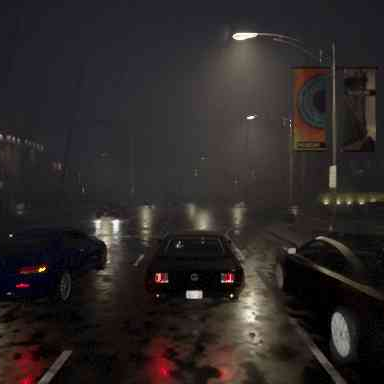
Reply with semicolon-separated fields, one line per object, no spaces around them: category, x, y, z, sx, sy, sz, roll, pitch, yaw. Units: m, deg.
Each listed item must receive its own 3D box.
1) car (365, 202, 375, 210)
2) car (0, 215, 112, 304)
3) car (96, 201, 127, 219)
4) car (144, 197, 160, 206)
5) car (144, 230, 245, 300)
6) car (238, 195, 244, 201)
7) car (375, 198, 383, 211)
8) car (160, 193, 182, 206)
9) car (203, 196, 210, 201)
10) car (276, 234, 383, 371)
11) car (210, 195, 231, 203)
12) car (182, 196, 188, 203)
car;23.494;1.490;40.096;4.902;1.511;2.128;0;0;0
car;-3.434;1.525;8.013;1.812;1.442;4.674;0;0;0
car;-7.079;1.525;29.482;1.812;1.442;4.674;0;0;0
car;-6.568;1.545;55.911;2.033;1.411;5.357;0;0;8
car;0.068;1.601;8.337;1.895;1.301;4.718;0;0;1
car;13.551;1.522;83.202;4.674;1.442;1.812;0;0;-32
car;23.385;1.504;36.595;4.892;1.490;1.837;0;0;0
car;-3.308;1.219;53.787;2.150;2.045;5.566;-1;0;3
car;5.030;1.537;80.469;2.033;1.411;5.357;0;0;43
car;2.903;1.480;5.870;2.097;1.535;5.008;0;0;0
car;6.401;1.522;71.005;1.812;1.442;4.674;0;0;36
car;-2.647;1.476;69.337;1.882;1.535;5.008;0;0;26
